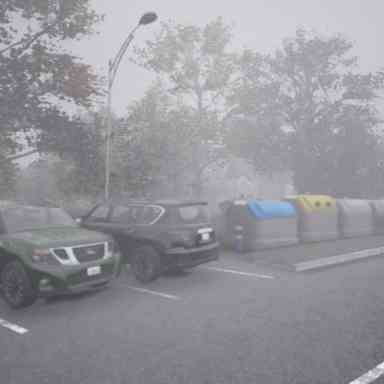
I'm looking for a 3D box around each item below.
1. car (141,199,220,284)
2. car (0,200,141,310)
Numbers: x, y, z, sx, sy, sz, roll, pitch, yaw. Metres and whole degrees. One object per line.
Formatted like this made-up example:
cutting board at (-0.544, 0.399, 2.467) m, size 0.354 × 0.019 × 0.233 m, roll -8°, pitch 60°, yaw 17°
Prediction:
car at (-1.849, 1.245, 9.881) m, size 5.566 × 2.045 × 2.435 m, roll -1°, pitch -1°, yaw 35°
car at (-4.207, 1.237, 8.144) m, size 5.566 × 2.045 × 2.435 m, roll -1°, pitch -1°, yaw 35°
